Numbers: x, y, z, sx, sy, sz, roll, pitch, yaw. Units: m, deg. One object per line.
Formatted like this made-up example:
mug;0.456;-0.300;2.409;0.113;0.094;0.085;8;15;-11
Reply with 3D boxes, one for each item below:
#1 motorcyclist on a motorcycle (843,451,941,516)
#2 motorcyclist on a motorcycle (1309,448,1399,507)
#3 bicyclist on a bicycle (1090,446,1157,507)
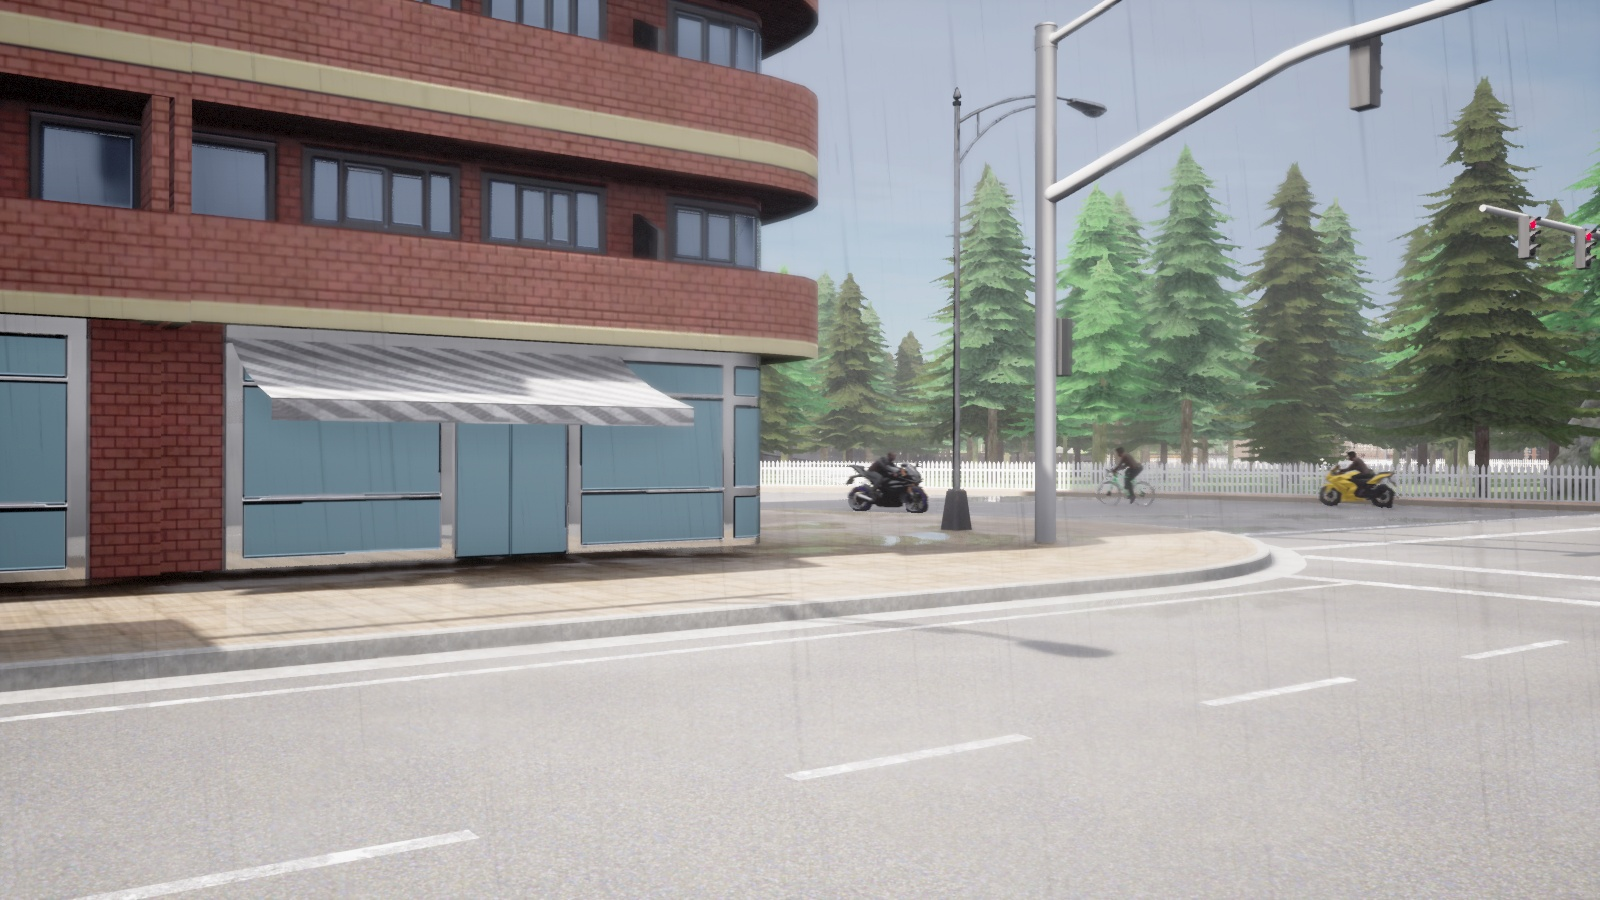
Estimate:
motorcyclist on a motorcycle;2.216;0.794;30.384;2.191;1.530;0.866;0;0;33
motorcyclist on a motorcycle;14.773;0.722;33.509;0.797;1.523;2.044;-1;0;-44
bicyclist on a bicycle;8.789;0.707;34.130;1.656;1.620;0.582;-1;0;40
